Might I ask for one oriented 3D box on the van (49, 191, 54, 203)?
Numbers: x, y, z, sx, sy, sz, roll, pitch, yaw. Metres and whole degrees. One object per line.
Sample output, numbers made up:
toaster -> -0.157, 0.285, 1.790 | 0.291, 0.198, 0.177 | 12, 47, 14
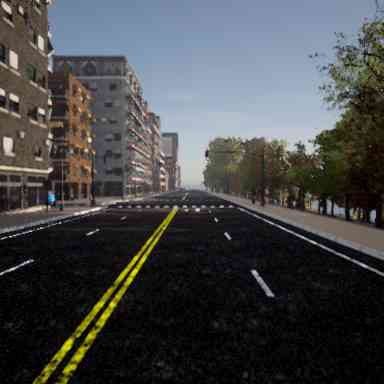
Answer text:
van -> -22.723, 0.784, 49.923 | 3.998, 1.788, 1.690 | -1, 2, -1
